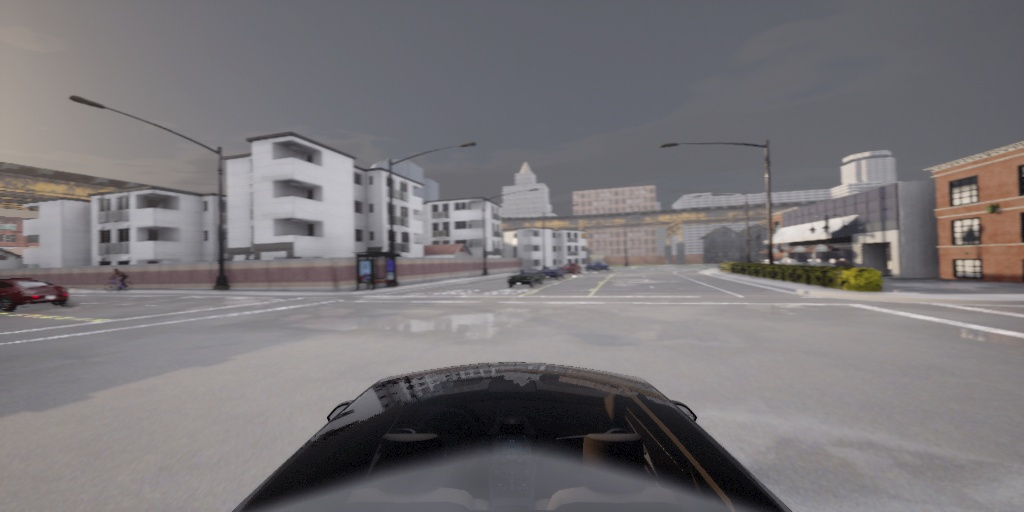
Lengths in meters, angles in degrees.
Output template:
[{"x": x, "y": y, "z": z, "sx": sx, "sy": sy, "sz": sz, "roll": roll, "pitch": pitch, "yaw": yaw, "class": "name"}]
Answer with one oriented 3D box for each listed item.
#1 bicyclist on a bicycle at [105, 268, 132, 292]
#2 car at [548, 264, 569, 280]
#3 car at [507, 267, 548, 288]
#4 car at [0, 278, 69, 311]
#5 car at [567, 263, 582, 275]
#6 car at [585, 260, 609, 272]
[{"x": -27.921, "y": 1.707, "z": 25.453, "sx": 0.582, "sy": 1.620, "sz": 1.656, "roll": -1, "pitch": -1, "yaw": 5, "class": "bicyclist on a bicycle"}, {"x": 4.137, "y": 1.709, "z": 36.535, "sx": 1.895, "sy": 1.301, "sz": 4.718, "roll": -2, "pitch": -1, "yaw": 19, "class": "car"}, {"x": 1.144, "y": 1.659, "z": 27.569, "sx": 1.895, "sy": 1.301, "sz": 4.718, "roll": -2, "pitch": -1, "yaw": 18, "class": "car"}, {"x": -24.007, "y": 1.801, "z": 17.337, "sx": 4.674, "sy": 1.442, "sz": 1.812, "roll": -1, "pitch": -1, "yaw": 11, "class": "car"}, {"x": 7.698, "y": 1.634, "z": 46.381, "sx": 1.882, "sy": 1.535, "sz": 5.008, "roll": -2, "pitch": -1, "yaw": 22, "class": "car"}, {"x": 13.151, "y": 1.494, "z": 55.552, "sx": 2.097, "sy": 1.767, "sz": 4.553, "roll": -2, "pitch": -1, "yaw": 42, "class": "car"}]
